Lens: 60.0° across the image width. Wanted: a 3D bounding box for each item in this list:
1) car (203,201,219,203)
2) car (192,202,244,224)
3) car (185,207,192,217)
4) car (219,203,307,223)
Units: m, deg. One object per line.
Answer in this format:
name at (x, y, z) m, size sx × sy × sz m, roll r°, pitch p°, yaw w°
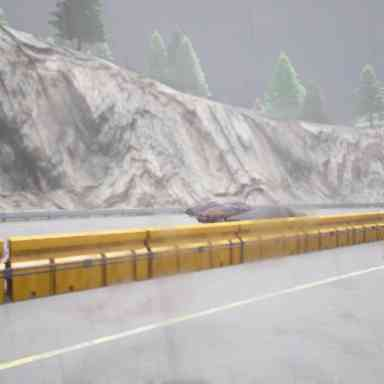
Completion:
car at (3.234, 1.514, 26.945) m, size 4.674 × 1.442 × 1.812 m, roll 0°, pitch 0°, yaw -30°
car at (2.639, 1.591, 22.526) m, size 4.718 × 1.301 × 1.895 m, roll 0°, pitch 0°, yaw -32°
car at (1.498, 1.552, 29.974) m, size 4.181 × 1.385 × 1.994 m, roll 0°, pitch 0°, yaw -30°
car at (4.503, 1.537, 19.585) m, size 5.357 × 1.411 × 2.033 m, roll 0°, pitch 0°, yaw -32°
